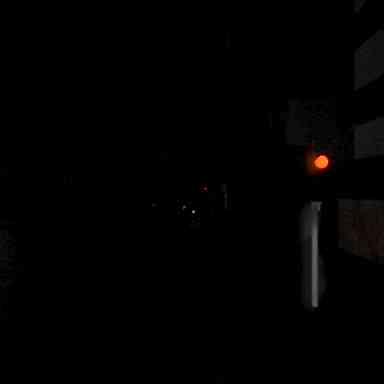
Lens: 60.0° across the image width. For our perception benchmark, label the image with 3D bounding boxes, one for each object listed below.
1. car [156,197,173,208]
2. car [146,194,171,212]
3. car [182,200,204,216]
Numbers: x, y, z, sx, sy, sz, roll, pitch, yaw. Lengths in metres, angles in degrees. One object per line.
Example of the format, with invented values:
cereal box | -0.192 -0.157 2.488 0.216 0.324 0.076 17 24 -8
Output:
car | -4.114 1.547 50.256 2.033 1.411 5.357 0 0 1
car | -4.133 1.221 39.613 2.150 2.045 5.566 0 0 0
car | 0.120 1.505 31.966 1.837 1.490 4.892 0 0 -1
